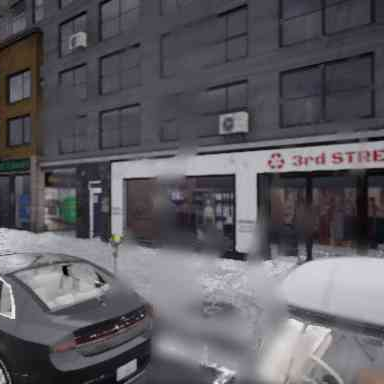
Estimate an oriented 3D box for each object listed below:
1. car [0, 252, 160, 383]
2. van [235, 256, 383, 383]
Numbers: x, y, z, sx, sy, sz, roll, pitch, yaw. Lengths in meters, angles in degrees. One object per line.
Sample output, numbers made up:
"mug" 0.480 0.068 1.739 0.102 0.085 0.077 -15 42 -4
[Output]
"car" -2.427 1.524 4.592 4.403 1.369 2.008 0 0 35
"van" 2.048 1.347 1.406 3.998 1.788 1.690 0 0 35
